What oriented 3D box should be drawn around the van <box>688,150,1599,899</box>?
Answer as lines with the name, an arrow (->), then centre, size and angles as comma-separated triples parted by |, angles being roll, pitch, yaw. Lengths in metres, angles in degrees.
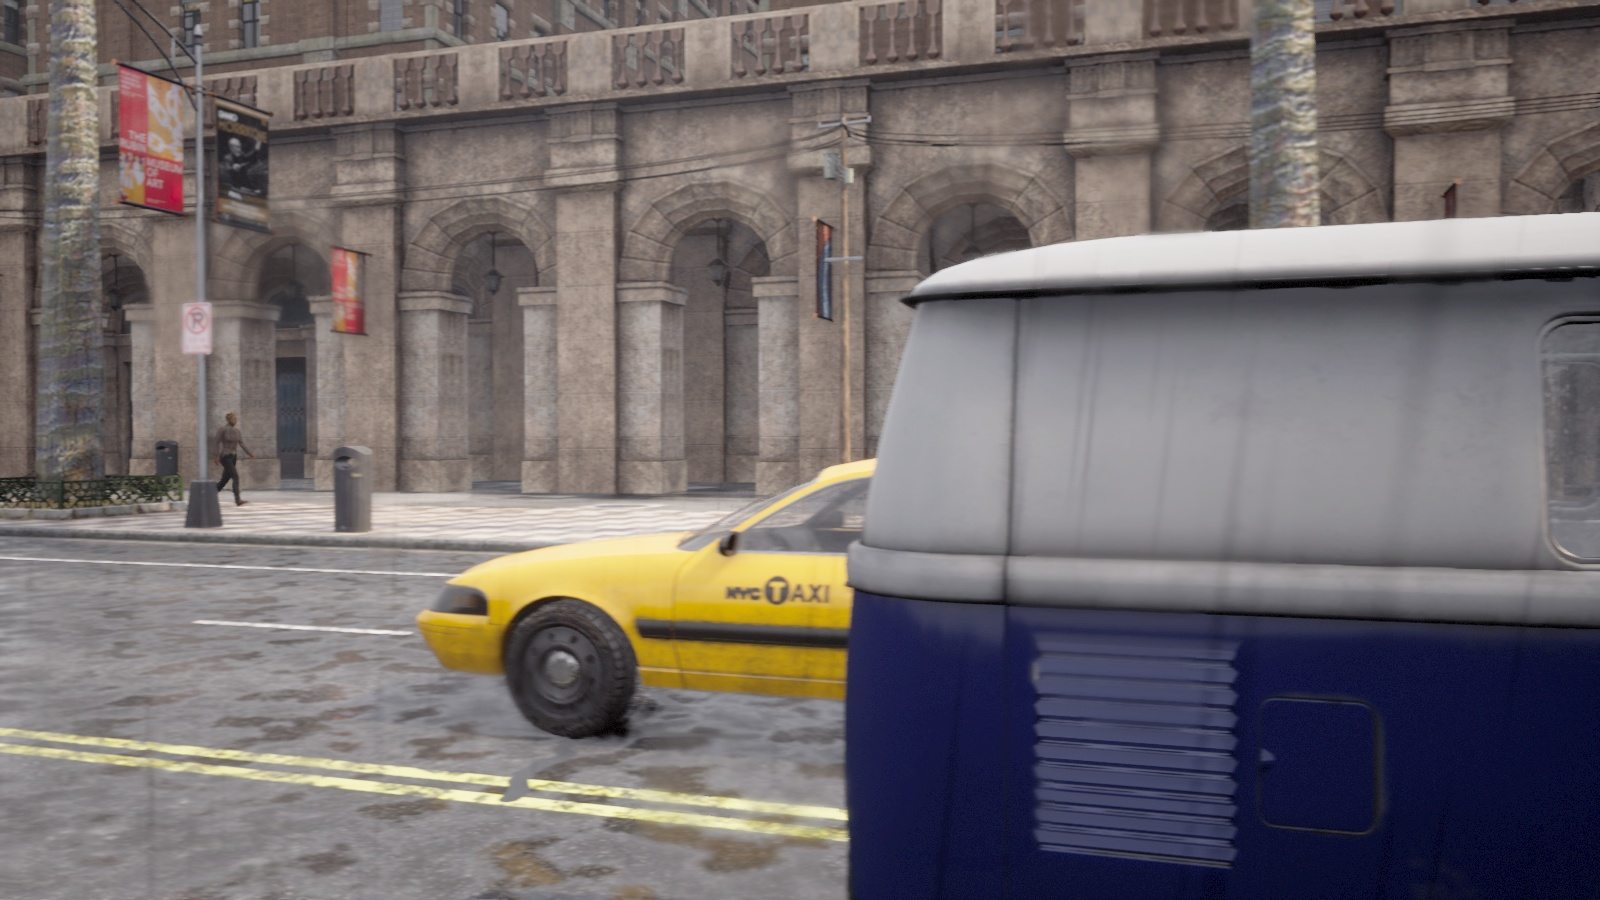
van -> 2.182, 0.548, 2.450 | 4.442, 1.987, 1.775 | 1, 1, 18

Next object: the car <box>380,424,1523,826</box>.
car -> 0.594, 0.661, 6.671 | 5.366, 1.575, 1.801 | 1, 1, 19

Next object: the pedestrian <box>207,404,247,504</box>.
pedestrian -> -10.730, 0.066, 23.520 | 0.634, 1.846, 0.331 | 1, 1, 18
